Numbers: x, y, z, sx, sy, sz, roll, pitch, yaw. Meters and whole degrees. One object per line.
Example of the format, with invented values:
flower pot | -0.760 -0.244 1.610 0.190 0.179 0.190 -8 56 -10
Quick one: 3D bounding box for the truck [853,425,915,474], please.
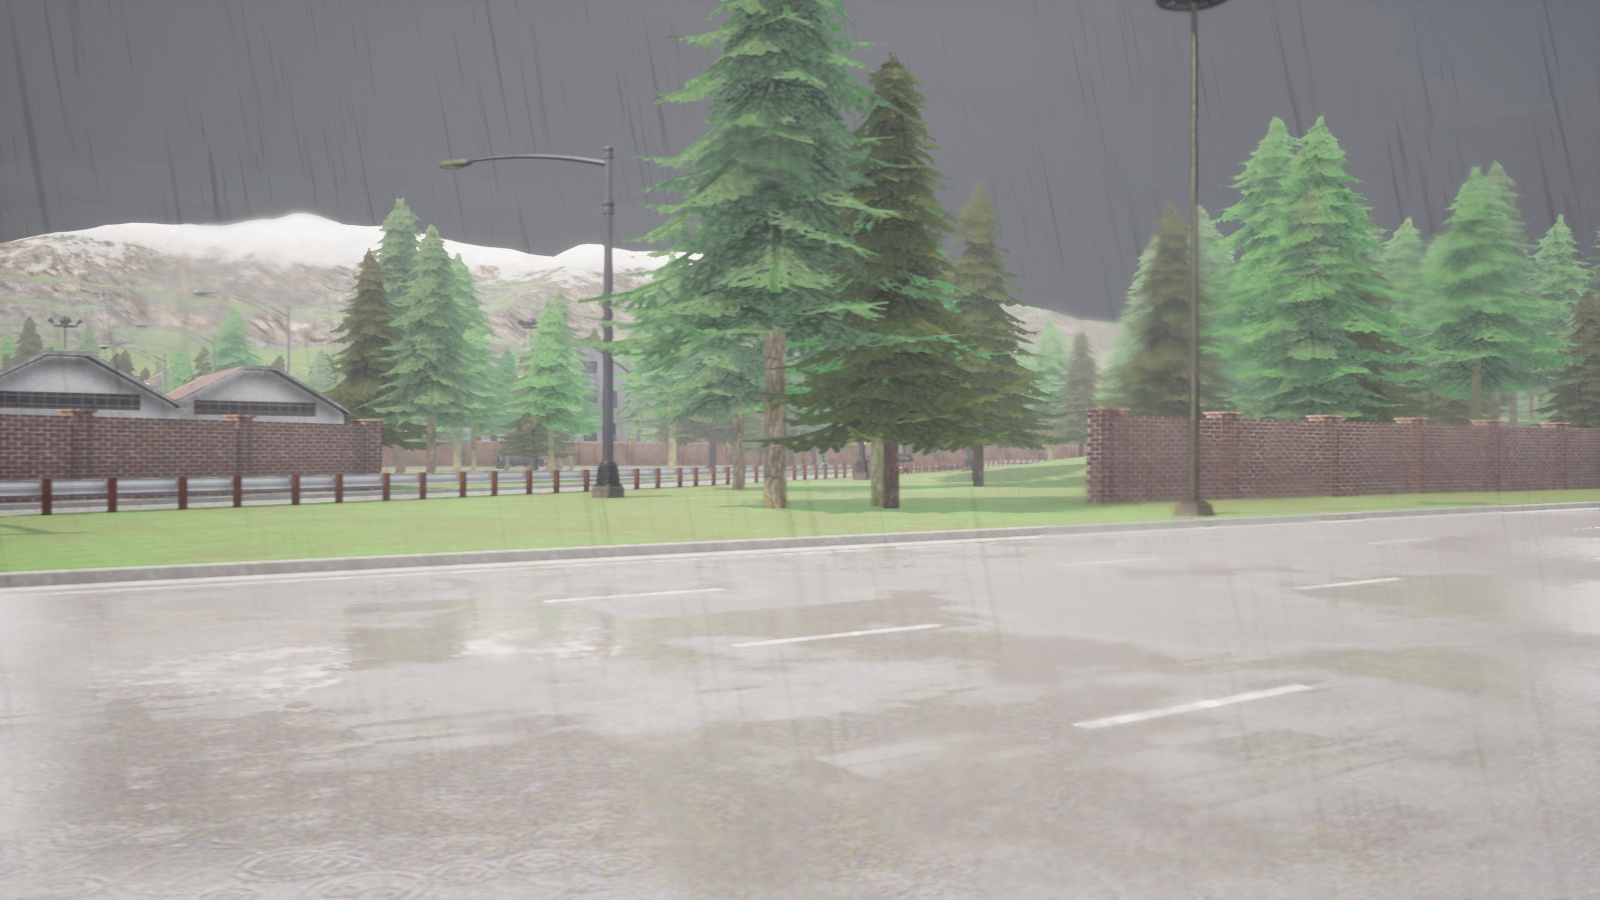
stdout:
truck | 6.291 -0.022 93.222 2.891 3.462 7.936 0 0 17
